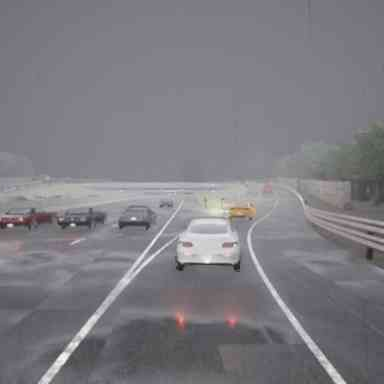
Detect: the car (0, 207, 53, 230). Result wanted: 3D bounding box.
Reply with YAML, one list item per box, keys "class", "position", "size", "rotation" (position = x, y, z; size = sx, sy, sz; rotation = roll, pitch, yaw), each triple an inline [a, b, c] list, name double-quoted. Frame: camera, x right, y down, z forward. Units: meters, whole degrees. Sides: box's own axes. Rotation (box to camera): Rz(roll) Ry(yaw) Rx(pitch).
- class: "car"
  position: [-10.407, 1.618, 21.314]
  size: [1.895, 1.301, 4.718]
  rotation: [0, 0, 0]

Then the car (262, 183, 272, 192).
- class: "car"
  position: [19.614, -1.200, 87.274]
  size: [2.150, 2.045, 5.566]
  rotation: [0, 3, 10]

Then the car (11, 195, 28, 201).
- class: "car"
  position: [-28.211, 1.346, 53.203]
  size: [2.097, 1.767, 4.553]
  rotation: [0, 0, 0]

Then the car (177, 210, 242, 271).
- class: "car"
  position: [0.614, 1.534, 10.921]
  size: [1.812, 1.442, 4.674]
  rotation: [0, 0, 5]

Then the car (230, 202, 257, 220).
- class: "car"
  position: [4.561, 1.602, 29.348]
  size: [1.882, 1.535, 5.008]
  rotation: [0, -1, 17]

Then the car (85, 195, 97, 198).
- class: "car"
  position: [-21.333, 1.387, 70.525]
  size: [1.837, 1.490, 4.892]
  rotation: [0, 0, -1]

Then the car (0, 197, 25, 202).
- class: "car"
  position: [-21.152, 1.555, 37.312]
  size: [1.812, 1.442, 4.674]
  rotation: [0, 0, 0]

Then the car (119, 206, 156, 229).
- class: "car"
  position: [-3.507, 1.582, 21.958]
  size: [1.994, 1.385, 4.181]
  rotation: [0, 0, 0]

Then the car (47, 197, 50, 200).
- class: "car"
  position: [-28.315, 1.394, 68.995]
  size: [1.837, 1.490, 4.892]
  rotation: [0, 0, -1]

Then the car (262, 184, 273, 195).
- class: "car"
  position: [17.565, -0.506, 76.980]
  size: [2.150, 2.045, 5.566]
  rotation: [0, 3, 11]

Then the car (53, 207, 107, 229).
- class: "car"
  position: [-6.907, 1.618, 21.491]
  size: [1.895, 1.301, 4.718]
  rotation: [0, 0, 0]

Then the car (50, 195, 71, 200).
- class: "car"
  position: [-21.213, 1.510, 54.908]
  size: [1.812, 1.442, 4.674]
  rotation: [0, 0, 0]

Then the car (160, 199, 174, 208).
- class: "car"
  position: [-3.628, 1.623, 48.718]
  size: [1.895, 1.301, 4.718]
  rotation: [0, 0, 0]
